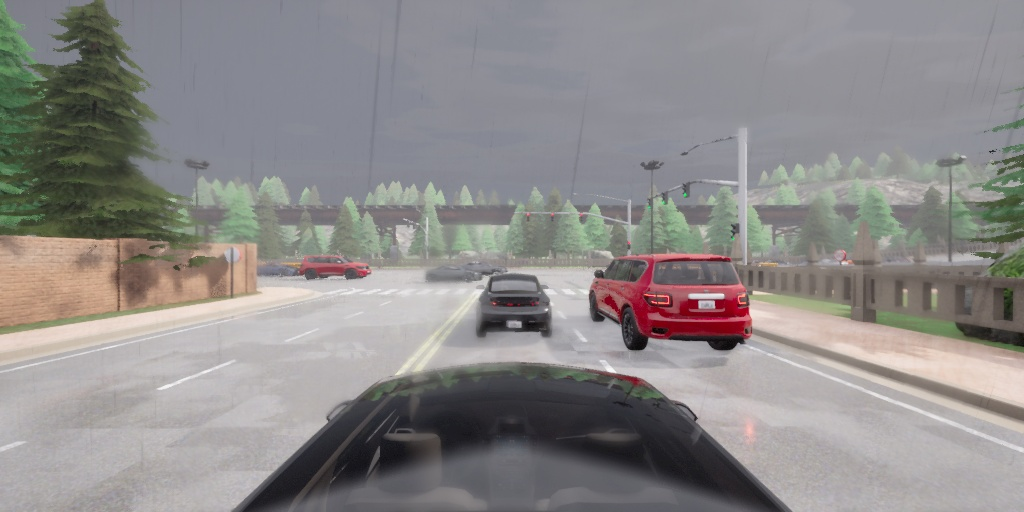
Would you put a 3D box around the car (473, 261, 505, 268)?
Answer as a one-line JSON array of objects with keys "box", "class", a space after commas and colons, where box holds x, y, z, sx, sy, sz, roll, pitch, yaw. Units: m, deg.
[{"box": [-2.825, 1.241, 33.776, 4.902, 1.511, 2.128, 0, 0, 0], "class": "car"}]

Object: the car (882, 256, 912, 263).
[{"box": [42.821, 0.890, 41.097, 4.553, 1.767, 2.097, -2, 0, 0], "class": "car"}]

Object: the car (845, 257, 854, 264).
[{"box": [39.230, 1.183, 44.584, 4.674, 1.442, 1.812, -1, 0, 0], "class": "car"}]

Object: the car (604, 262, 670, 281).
[{"box": [10.474, 1.255, 30.296, 4.892, 1.490, 1.837, 0, 0, 0], "class": "car"}]

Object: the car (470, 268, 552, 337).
[{"box": [0.023, 1.255, 10.260, 1.837, 1.490, 4.892, 0, 0, -1], "class": "car"}]

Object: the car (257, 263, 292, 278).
[{"box": [-22.101, 1.314, 33.748, 4.181, 1.385, 1.994, 0, 0, 0], "class": "car"}]

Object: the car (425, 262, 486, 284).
[{"box": [-4.336, 1.314, 26.775, 4.181, 1.385, 1.994, 0, 0, 0], "class": "car"}]

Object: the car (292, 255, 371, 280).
[{"box": [-14.879, 0.972, 30.256, 5.566, 2.045, 2.150, 0, 0, 0], "class": "car"}]

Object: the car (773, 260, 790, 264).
[{"box": [23.150, 1.314, 33.814, 4.181, 1.385, 1.994, 0, 0, 0], "class": "car"}]

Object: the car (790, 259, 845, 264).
[{"box": [34.189, 1.287, 41.059, 5.357, 1.411, 2.033, 0, 0, 0], "class": "car"}]

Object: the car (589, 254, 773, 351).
[{"box": [3.519, 0.971, 9.158, 2.150, 2.045, 5.566, 0, 0, 0], "class": "car"}]
